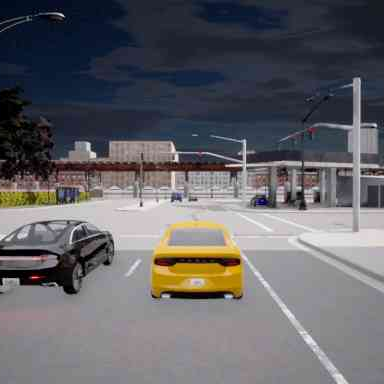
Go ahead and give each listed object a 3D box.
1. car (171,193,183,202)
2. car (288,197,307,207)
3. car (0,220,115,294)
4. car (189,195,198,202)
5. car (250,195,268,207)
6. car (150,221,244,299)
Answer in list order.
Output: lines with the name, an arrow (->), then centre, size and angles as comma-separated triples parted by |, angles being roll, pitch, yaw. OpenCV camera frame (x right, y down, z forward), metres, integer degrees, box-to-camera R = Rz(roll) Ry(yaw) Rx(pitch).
car -> -3.218, 1.125, 70.470 | 2.150, 2.045, 5.566 | 0, 0, 0
car -> 15.627, 1.426, 49.483 | 1.970, 1.475, 3.806 | 0, 0, 1
car -> -3.387, 1.474, 8.702 | 2.128, 1.511, 4.902 | 0, 0, 0
car -> 0.254, 1.446, 73.449 | 1.994, 1.385, 4.181 | 0, 0, 0
car -> 9.880, 1.253, 48.740 | 2.242, 1.667, 4.611 | 0, 0, 1
car -> 0.111, 1.468, 8.481 | 1.882, 1.535, 5.008 | 0, 0, 0
